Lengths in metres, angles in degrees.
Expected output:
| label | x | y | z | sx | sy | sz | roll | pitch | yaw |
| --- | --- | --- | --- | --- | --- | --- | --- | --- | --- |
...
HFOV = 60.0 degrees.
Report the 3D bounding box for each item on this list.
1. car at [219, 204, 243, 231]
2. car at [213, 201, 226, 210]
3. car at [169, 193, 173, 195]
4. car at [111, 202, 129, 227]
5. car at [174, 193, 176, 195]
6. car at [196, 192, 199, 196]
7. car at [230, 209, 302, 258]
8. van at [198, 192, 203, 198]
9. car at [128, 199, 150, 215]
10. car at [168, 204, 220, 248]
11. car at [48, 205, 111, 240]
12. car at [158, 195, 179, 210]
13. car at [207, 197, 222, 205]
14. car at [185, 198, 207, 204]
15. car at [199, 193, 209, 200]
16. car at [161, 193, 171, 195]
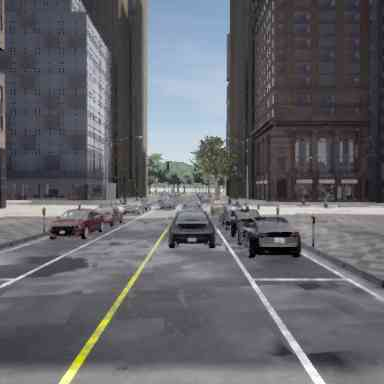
| label | x | y | z | sx | sy | sz | roll | pitch | yaw |
| --- | --- | --- | --- | --- | --- | --- | --- | --- | --- |
| car | 2.754 | 1.554 | 17.733 | 1.947 | 1.339 | 4.313 | -1 | 0 | 0 |
| car | 2.754 | 1.534 | 22.935 | 2.008 | 1.369 | 4.403 | -1 | 0 | 0 |
| car | -5.772 | 1.184 | 71.195 | 2.192 | 1.841 | 5.009 | -1 | 0 | 0 |
| car | -5.772 | 1.566 | 22.410 | 1.802 | 1.307 | 4.206 | -1 | 0 | 0 |
| car | -5.772 | 1.141 | 82.555 | 2.192 | 1.841 | 5.009 | -1 | 0 | 0 |
| car | 2.756 | 1.327 | 88.412 | 1.752 | 1.417 | 4.829 | -1 | 0 | 0 |
| car | 2.753 | 1.559 | 12.529 | 1.947 | 1.339 | 4.313 | -1 | 0 | 0 |
| van | 2.753 | 1.210 | 71.203 | 1.690 | 1.788 | 3.998 | -1 | 0 | 0 |
| car | -5.771 | 1.519 | 33.166 | 2.008 | 1.369 | 4.403 | -1 | 0 | 0 |
| car | 0.000 | 1.509 | 14.653 | 1.837 | 1.490 | 4.892 | 0 | 0 | 0 |
| car | -5.772 | 1.534 | 17.033 | 1.887 | 1.381 | 4.507 | -1 | 0 | 0 |
| car | -3.000 | 1.511 | 42.654 | 1.837 | 1.490 | 4.892 | 0 | 0 | 0 |
| car | 2.754 | 1.493 | 33.511 | 1.752 | 1.417 | 4.829 | -1 | 0 | 0 |
| car | 0.000 | 1.547 | 29.654 | 1.994 | 1.385 | 4.181 | 0 | 0 | 0 |
| car | 2.755 | 1.413 | 65.694 | 1.752 | 1.417 | 4.829 | -1 | 0 | 0 |
| car | -5.770 | 1.470 | 65.516 | 1.802 | 1.307 | 4.206 | -1 | 0 | 0 |
